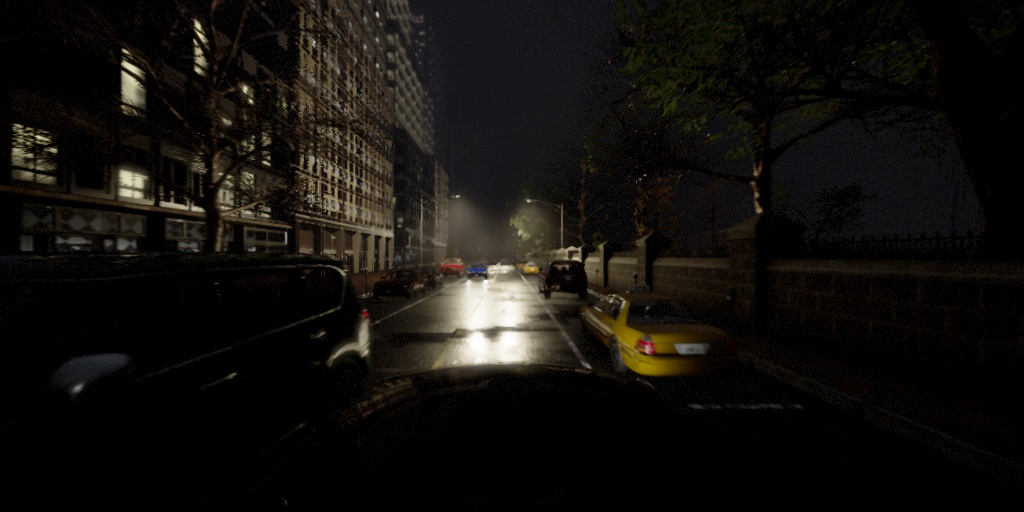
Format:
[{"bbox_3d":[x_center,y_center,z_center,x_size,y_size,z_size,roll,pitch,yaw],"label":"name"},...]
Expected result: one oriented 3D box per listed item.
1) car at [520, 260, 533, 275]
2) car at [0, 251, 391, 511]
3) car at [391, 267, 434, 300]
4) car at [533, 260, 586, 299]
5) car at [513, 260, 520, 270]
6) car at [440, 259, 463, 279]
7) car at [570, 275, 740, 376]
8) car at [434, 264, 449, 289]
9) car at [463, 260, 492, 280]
[{"bbox_3d":[2.157,1.408,40.707,1.751,1.417,4.829,0,0,-1],"label":"car"},{"bbox_3d":[-2.843,0.975,2.308,2.150,2.045,5.566,0,0,0],"label":"car"},{"bbox_3d":[-5.535,1.356,18.252,1.888,1.381,4.507,0,0,0],"label":"car"},{"bbox_3d":[2.490,1.124,18.349,2.192,1.841,5.009,0,0,-1],"label":"car"},{"bbox_3d":[1.461,1.385,55.277,1.801,1.575,5.366,0,0,-2],"label":"car"},{"bbox_3d":[-5.757,1.182,34.896,2.192,1.841,5.009,0,0,-1],"label":"car"},{"bbox_3d":[2.556,1.295,7.421,1.751,1.417,4.829,0,0,0],"label":"car"},{"bbox_3d":[-5.594,1.412,23.802,1.802,1.307,4.207,0,0,-1],"label":"car"},{"bbox_3d":[-3.113,1.387,33.309,1.812,1.442,4.674,0,0,-1],"label":"car"}]
